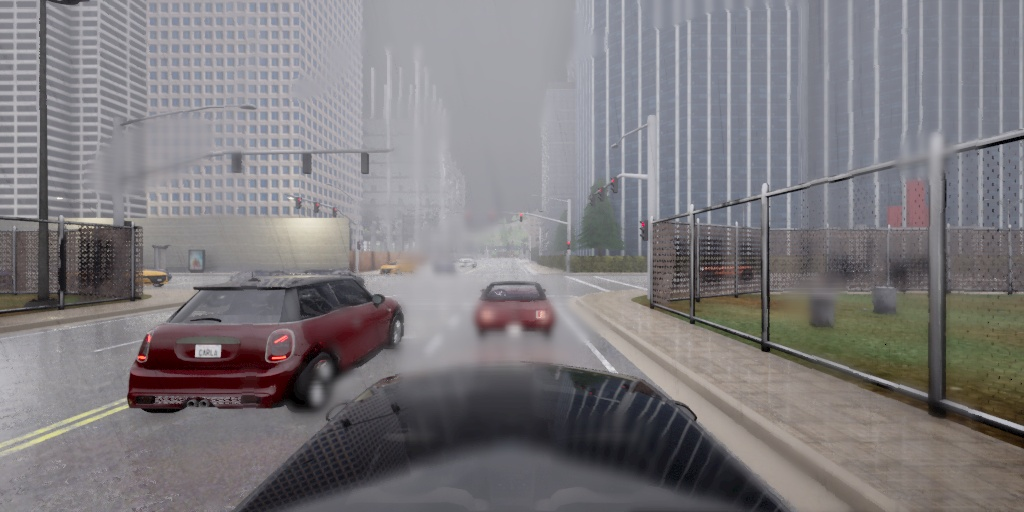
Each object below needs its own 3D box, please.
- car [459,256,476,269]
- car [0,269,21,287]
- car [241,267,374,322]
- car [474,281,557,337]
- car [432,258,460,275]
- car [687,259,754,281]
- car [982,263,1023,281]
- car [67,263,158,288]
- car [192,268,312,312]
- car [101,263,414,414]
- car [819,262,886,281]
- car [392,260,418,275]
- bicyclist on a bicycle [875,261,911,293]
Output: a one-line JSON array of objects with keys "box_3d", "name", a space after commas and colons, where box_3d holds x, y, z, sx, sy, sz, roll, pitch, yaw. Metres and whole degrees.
[{"box_3d": [-7.099, 0.973, 58.307, 2.150, 2.045, 5.566, 0, 0, 0], "name": "car"}, {"box_3d": [-33.307, 1.172, 21.620, 5.008, 1.535, 1.882, 0, 0, 0], "name": "car"}, {"box_3d": [-7.103, 1.242, 13.261, 2.128, 1.511, 4.902, 0, 0, 0], "name": "car"}, {"box_3d": [0.077, 1.351, 10.212, 1.895, 1.301, 4.718, 0, 0, 0], "name": "car"}, {"box_3d": [-7.103, 1.275, 38.584, 1.812, 1.442, 4.674, 0, 0, 0], "name": "car"}, {"box_3d": [16.588, 1.047, 28.723, 4.553, 1.767, 2.097, 0, 0, 0], "name": "car"}, {"box_3d": [40.592, 1.258, 28.644, 4.181, 1.385, 1.994, 0, 0, 1], "name": "car"}, {"box_3d": [-23.730, 1.172, 21.601, 5.008, 1.535, 1.882, 0, 0, 0], "name": "car"}, {"box_3d": [-10.603, 1.305, 15.104, 1.994, 1.385, 4.181, 0, 1, 0], "name": "car"}, {"box_3d": [-3.443, 1.102, 6.207, 2.097, 1.767, 4.553, 0, 0, 0], "name": "car"}, {"box_3d": [27.387, 1.220, 28.690, 4.674, 1.442, 1.812, 0, 0, 0], "name": "car"}, {"box_3d": [-11.485, 1.213, 36.776, 1.882, 1.535, 5.008, 1, 0, 14], "name": "car"}, {"box_3d": [18.801, 0.995, 17.737, 0.582, 1.620, 1.656, 0, 0, 0], "name": "bicyclist on a bicycle"}]
